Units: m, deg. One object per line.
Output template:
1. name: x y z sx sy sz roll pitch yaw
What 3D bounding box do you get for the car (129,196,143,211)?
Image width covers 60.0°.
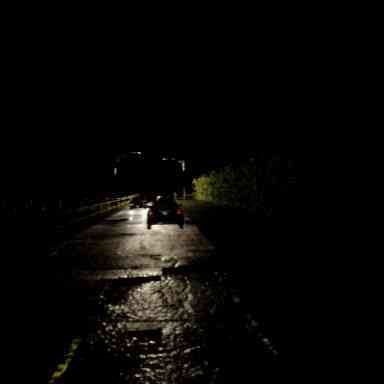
1. car: -6.107 1.281 38.285 1.837 1.490 4.892 -2 1 -5

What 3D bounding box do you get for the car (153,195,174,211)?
1. car: -3.172 1.178 37.391 2.128 1.511 4.902 -2 1 -5

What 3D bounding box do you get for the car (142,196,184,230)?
1. car: -1.667 1.177 20.360 2.097 1.767 4.553 -2 1 -5
